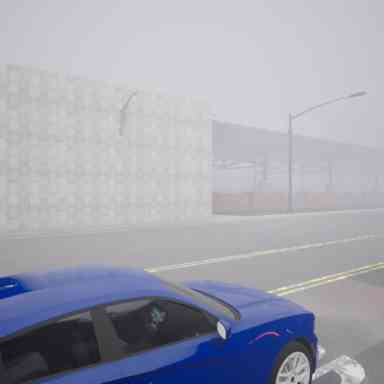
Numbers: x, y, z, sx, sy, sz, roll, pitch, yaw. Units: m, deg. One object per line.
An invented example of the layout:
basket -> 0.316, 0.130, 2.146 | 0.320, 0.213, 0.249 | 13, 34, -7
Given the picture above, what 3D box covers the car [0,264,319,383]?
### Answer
car -> -0.820, 1.478, 3.163 | 5.008, 1.535, 1.882 | 0, 0, -36
